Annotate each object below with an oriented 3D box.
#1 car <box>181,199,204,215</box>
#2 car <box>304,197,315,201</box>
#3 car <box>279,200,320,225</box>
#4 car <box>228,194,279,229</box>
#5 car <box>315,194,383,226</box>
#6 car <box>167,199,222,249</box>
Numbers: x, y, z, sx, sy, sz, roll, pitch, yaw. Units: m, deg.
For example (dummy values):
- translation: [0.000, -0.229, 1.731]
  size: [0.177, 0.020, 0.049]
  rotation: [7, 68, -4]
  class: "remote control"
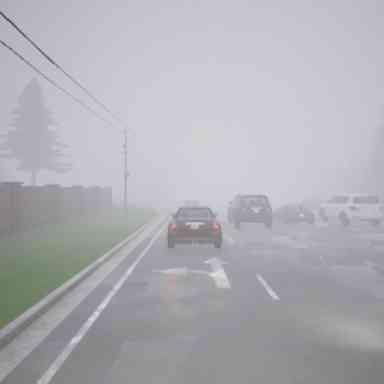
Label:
- translation: [-0.075, 1.430, 33.585]
  size: [2.033, 1.411, 5.357]
  rotation: [0, 0, -3]
  class: "car"
- translation: [14.113, 1.359, 38.983]
  size: [2.128, 1.511, 4.902]
  rotation: [0, 0, 0]
  class: "car"
- translation: [7.108, 1.484, 23.570]
  size: [1.994, 1.385, 4.181]
  rotation: [0, 0, 0]
  class: "car"
- translation: [3.607, 1.149, 21.276]
  size: [2.150, 2.045, 5.566]
  rotation: [0, 0, 0]
  class: "car"
- translation: [10.608, 1.145, 22.566]
  size: [2.150, 2.045, 5.566]
  rotation: [0, 0, 0]
  class: "car"
- translation: [0.103, 1.303, 14.437]
  size: [2.097, 1.767, 4.553]
  rotation: [0, 0, 0]
  class: "car"
